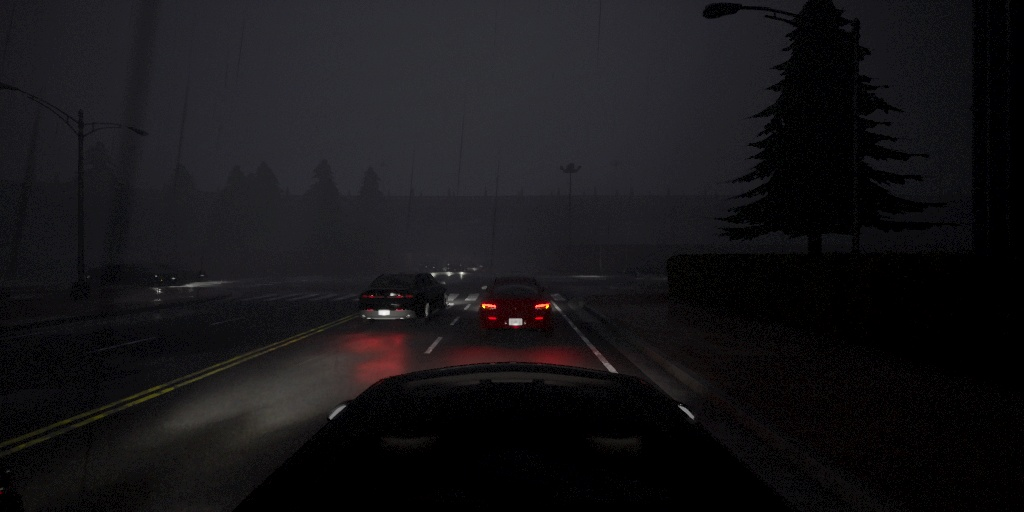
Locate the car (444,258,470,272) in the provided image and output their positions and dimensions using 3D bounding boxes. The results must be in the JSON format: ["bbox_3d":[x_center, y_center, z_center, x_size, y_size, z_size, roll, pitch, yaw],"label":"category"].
[{"bbox_3d":[-7.087,1.102,46.688,2.097,1.767,4.553,0,0,0],"label":"car"}]

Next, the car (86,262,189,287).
[{"bbox_3d":[-24.263,1.199,23.087,4.892,1.490,1.837,0,0,-1],"label":"car"}]

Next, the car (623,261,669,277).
[{"bbox_3d":[13.069,1.185,33.907,4.902,1.511,2.128,0,0,0],"label":"car"}]

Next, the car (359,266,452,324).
[{"bbox_3d":[-3.416,1.255,11.982,1.837,1.490,4.892,0,0,0],"label":"car"}]

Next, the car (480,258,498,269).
[{"bbox_3d":[-3.394,1.102,56.650,2.097,1.767,4.553,0,0,0],"label":"car"}]

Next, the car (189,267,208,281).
[{"bbox_3d":[-25.406,1.199,26.560,4.892,1.490,1.837,0,0,-1],"label":"car"}]

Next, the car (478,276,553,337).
[{"bbox_3d":[0.085,1.276,10.149,1.812,1.442,4.674,0,0,0],"label":"car"}]

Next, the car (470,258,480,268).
[{"bbox_3d":[-7.069,1.102,60.923,2.097,1.767,4.553,0,0,0],"label":"car"}]

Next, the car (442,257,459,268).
[{"bbox_3d":[-10.565,1.102,62.097,2.097,1.767,4.553,0,0,0],"label":"car"}]

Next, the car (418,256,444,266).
[{"bbox_3d":[-10.585,0.972,47.028,2.150,2.045,5.566,0,0,0],"label":"car"}]
